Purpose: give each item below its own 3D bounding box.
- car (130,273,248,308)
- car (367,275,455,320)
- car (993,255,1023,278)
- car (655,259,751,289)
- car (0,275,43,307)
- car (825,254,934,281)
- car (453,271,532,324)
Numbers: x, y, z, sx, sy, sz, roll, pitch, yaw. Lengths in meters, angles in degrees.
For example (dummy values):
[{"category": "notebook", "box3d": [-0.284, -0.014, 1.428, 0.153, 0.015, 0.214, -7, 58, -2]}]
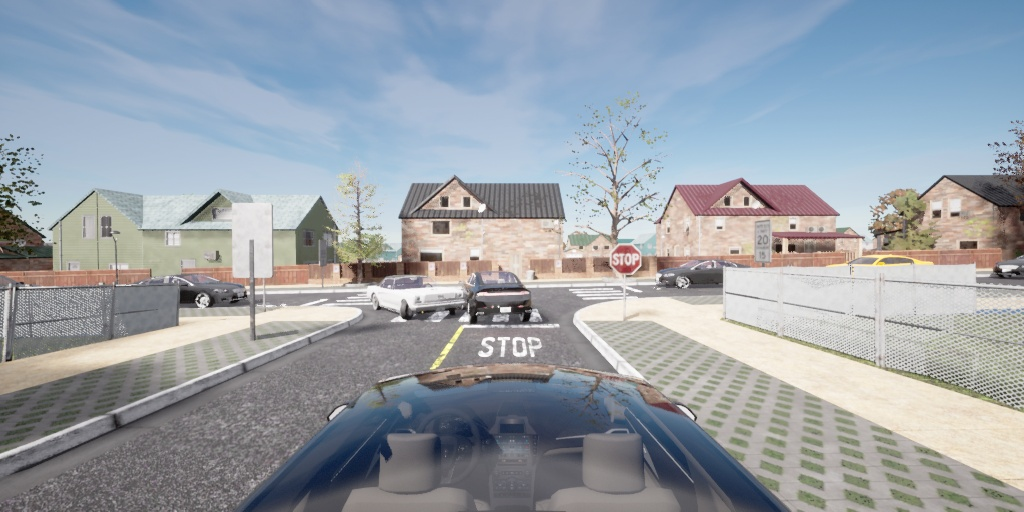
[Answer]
[{"category": "car", "box3d": [-14.893, 1.566, 16.423, 4.902, 1.511, 2.128, -1, 1, 0]}, {"category": "car", "box3d": [-3.596, 1.367, 12.921, 1.895, 1.301, 4.718, 0, 0, -38]}, {"category": "car", "box3d": [29.396, 0.478, 19.525, 4.902, 1.511, 2.128, -1, 1, 0]}, {"category": "car", "box3d": [10.341, 0.925, 19.462, 4.902, 1.511, 2.128, -1, 1, 0]}, {"category": "car", "box3d": [-24.231, 1.647, 16.388, 4.553, 1.767, 2.097, -1, 1, 0]}, {"category": "car", "box3d": [19.772, 0.690, 19.493, 5.008, 1.535, 1.882, -1, 1, 0]}, {"category": "car", "box3d": [-0.679, 1.242, 12.060, 2.128, 1.511, 4.902, 0, 0, -12]}]
